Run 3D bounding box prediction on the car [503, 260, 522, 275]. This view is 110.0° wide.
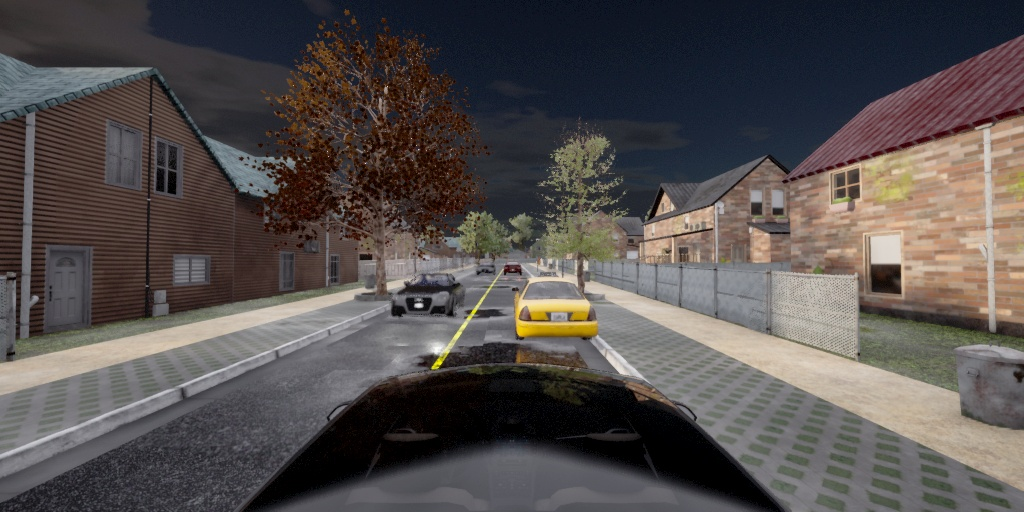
[{"bbox_3d":[0.089,1.254,38.814,1.882,1.535,5.008,0,0,0],"label":"car"}]

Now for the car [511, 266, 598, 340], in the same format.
[{"bbox_3d":[0.964,1.210,9.873,1.801,1.575,5.366,0,0,0],"label":"car"}]

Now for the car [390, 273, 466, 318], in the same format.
[{"bbox_3d":[-2.847,1.320,12.946,1.994,1.385,4.181,0,0,0],"label":"car"}]

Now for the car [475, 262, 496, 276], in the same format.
[{"bbox_3d":[-2.740,1.340,38.162,1.994,1.385,4.181,0,0,0],"label":"car"}]
